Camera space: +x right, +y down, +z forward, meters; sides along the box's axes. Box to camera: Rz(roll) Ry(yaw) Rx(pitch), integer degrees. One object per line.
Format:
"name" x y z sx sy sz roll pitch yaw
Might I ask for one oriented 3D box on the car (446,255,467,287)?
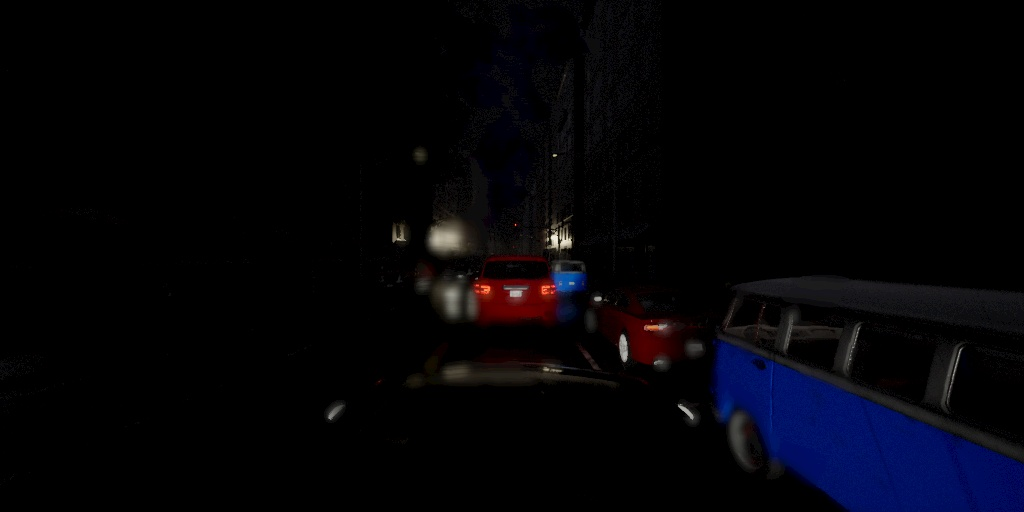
"car" -3.007 0.965 24.492 2.150 2.045 5.566 0 0 1

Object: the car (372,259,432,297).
"car" -5.636 1.059 19.090 2.192 1.841 5.009 0 0 0

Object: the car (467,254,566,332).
"car" 0.118 0.970 11.016 2.150 2.045 5.566 0 0 0

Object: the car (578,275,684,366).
"car" 2.867 1.294 7.793 1.888 1.381 4.507 0 0 0

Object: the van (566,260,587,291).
"van" 2.889 1.085 19.114 1.690 1.789 3.998 0 0 0

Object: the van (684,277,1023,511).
"van" 2.856 1.091 2.132 1.690 1.789 3.998 0 0 0
